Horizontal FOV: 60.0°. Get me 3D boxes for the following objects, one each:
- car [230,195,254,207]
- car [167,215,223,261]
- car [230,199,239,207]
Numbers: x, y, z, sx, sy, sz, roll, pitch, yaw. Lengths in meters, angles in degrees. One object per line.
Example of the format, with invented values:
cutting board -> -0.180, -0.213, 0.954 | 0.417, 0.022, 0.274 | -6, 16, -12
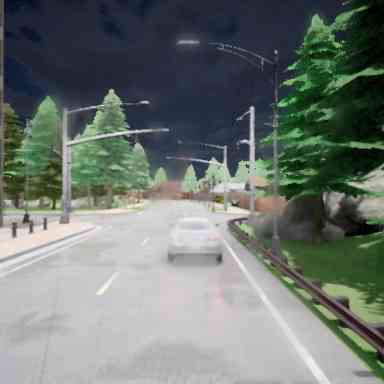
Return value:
car -> 8.422, 1.487, 56.129 | 3.866, 1.878, 1.905 | 0, 0, -1
car -> 0.099, 1.602, 12.476 | 1.812, 1.442, 4.674 | 0, 0, 0
car -> 8.838, 1.470, 53.619 | 4.605, 1.855, 1.932 | 0, 0, -1
